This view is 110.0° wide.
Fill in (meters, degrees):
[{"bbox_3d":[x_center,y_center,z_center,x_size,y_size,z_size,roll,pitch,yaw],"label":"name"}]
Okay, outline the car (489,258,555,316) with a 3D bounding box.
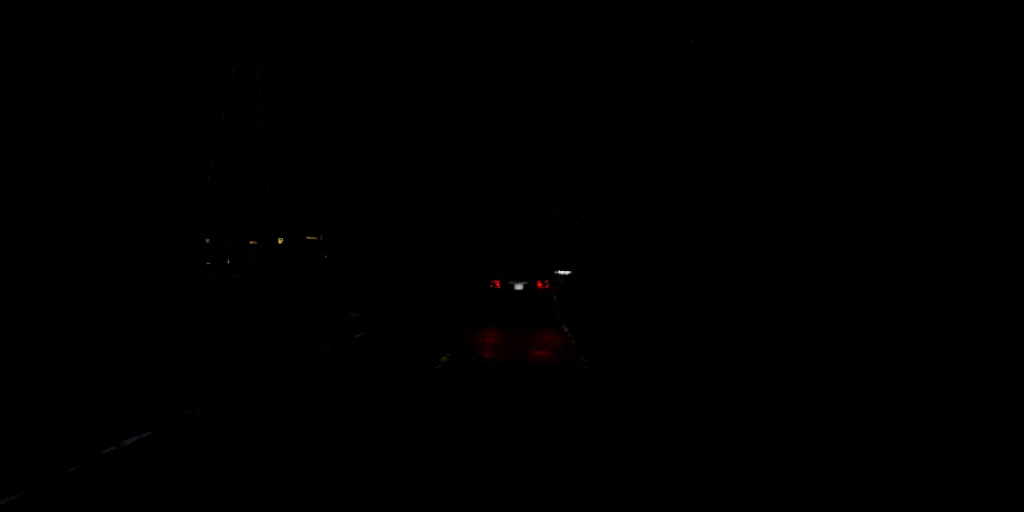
[{"bbox_3d":[0.442,1.114,14.266,2.150,2.045,5.566,0,0,5],"label":"car"}]
